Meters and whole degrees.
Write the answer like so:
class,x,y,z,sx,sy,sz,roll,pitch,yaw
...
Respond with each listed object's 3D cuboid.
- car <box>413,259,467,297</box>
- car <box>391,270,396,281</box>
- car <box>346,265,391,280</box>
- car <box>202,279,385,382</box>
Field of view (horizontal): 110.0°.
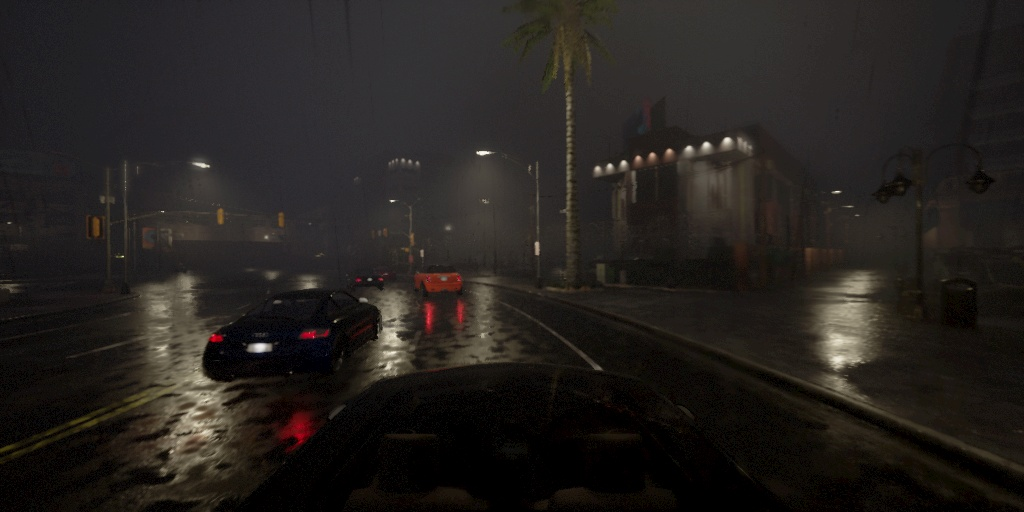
class,x,y,z,sx,sy,sz,roll,pitch,yaw
car,-4.303,1.207,20.323,2.097,1.767,4.553,-1,0,-23
car,-12.022,1.538,32.279,1.994,1.385,4.181,0,0,-39
car,-9.631,1.468,23.365,2.033,1.411,5.357,0,0,-30
car,-4.089,1.375,7.431,1.994,1.385,4.181,-1,0,-8
